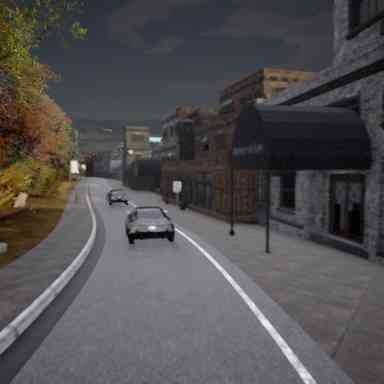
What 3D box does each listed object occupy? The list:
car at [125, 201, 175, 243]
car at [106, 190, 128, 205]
[{"bbox_3d":[-2.005,1.334,15.146,1.994,1.385,4.181,-1,2,-12],"label":"car"},{"bbox_3d":[-7.601,0.461,33.565,2.033,1.411,5.357,-2,4,-18],"label":"car"}]
